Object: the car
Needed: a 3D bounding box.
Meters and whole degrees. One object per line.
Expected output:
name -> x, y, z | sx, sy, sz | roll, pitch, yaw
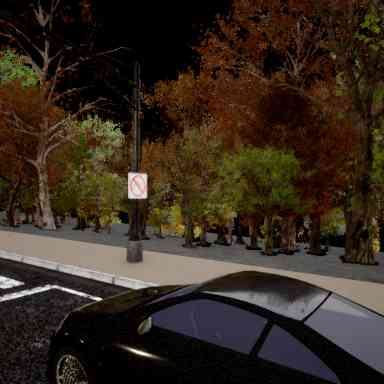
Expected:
car -> 0.382, 1.564, 3.414 | 4.181, 1.385, 1.994 | 0, 0, 36
